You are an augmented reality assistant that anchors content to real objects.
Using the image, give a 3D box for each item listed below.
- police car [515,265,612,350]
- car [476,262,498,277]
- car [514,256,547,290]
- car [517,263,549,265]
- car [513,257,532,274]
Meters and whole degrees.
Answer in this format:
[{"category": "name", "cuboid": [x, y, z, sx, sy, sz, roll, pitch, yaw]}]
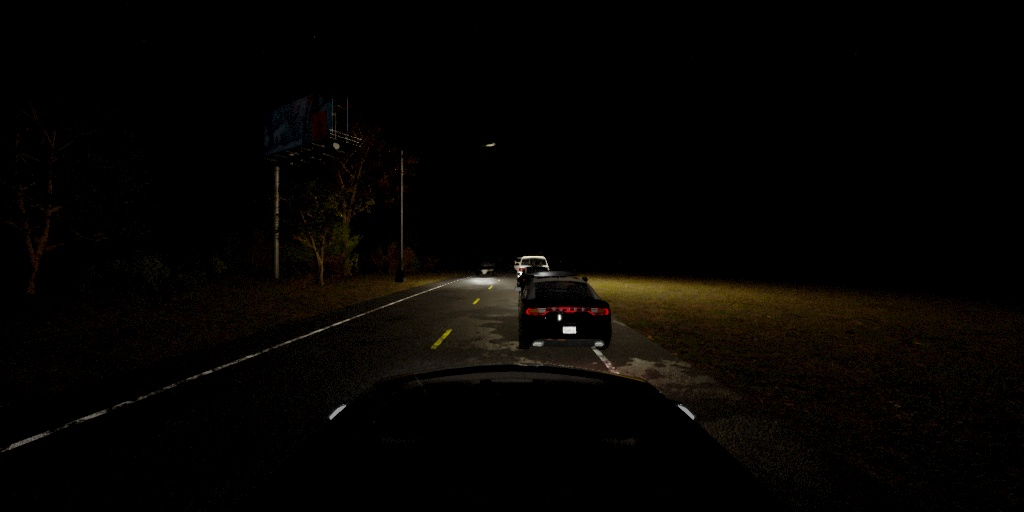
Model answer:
[{"category": "police car", "cuboid": [1.104, 1.184, 9.275, 1.930, 1.638, 5.238, 0, 0, 1]}, {"category": "car", "cuboid": [-2.567, 1.397, 37.452, 2.128, 1.511, 4.902, 0, 0, 3]}, {"category": "car", "cuboid": [1.460, 1.044, 25.140, 2.150, 2.045, 5.566, 0, 0, 2]}, {"category": "car", "cuboid": [1.288, 1.296, 19.131, 1.837, 1.490, 4.892, 0, 0, 1]}, {"category": "car", "cuboid": [1.423, 1.203, 46.485, 2.150, 2.045, 5.566, 0, 0, 4]}]
